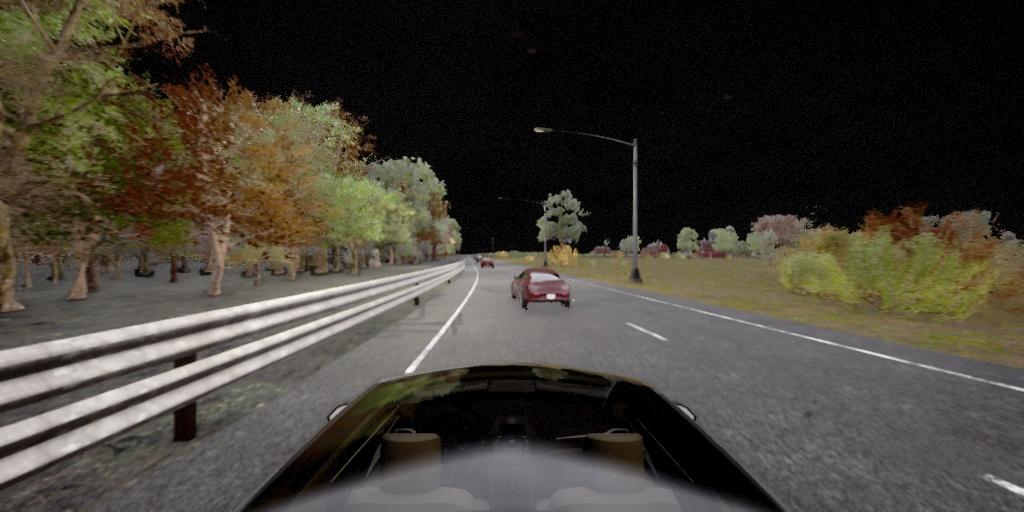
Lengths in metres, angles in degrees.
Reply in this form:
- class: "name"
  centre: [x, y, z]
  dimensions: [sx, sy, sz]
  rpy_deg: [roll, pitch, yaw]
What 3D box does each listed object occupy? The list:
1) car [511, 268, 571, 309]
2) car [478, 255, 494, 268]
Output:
- class: "car"
  centre: [1.081, 1.227, 14.729]
  dimensions: [1.812, 1.442, 4.674]
  rpy_deg: [0, 0, -7]
- class: "car"
  centre: [-3.827, 0.990, 54.679]
  dimensions: [1.882, 1.535, 5.008]
  rpy_deg: [0, 0, -7]
